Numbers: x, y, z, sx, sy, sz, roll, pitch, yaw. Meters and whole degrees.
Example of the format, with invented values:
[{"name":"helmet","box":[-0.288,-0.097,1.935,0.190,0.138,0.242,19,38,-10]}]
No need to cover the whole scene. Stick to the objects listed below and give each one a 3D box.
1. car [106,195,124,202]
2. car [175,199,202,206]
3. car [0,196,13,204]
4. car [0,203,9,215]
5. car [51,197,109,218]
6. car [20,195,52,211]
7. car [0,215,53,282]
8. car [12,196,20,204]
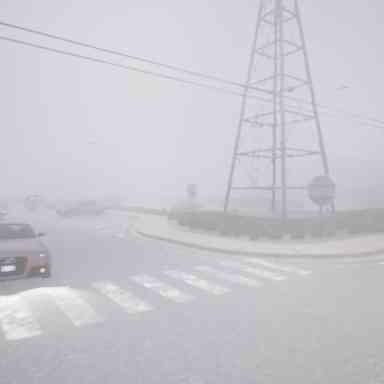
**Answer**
[{"name":"car","box":[-13.904,1.320,56.932,4.605,1.855,1.932,0,0,-36]},{"name":"car","box":[-0.489,1.529,38.893,3.905,1.438,1.784,0,0,-36]},{"name":"car","box":[-24.694,1.567,42.459,1.994,1.385,4.181,0,0,-37]},{"name":"car","box":[-11.141,1.527,17.948,1.812,1.442,4.674,0,0,-36]},{"name":"car","box":[-10.169,1.510,30.335,4.193,1.474,1.816,0,0,-36]},{"name":"car","box":[-18.586,1.318,40.882,3.866,1.878,1.905,0,0,-36]},{"name":"car","box":[-5.186,1.565,9.328,1.994,1.385,4.181,0,0,-30]},{"name":"car","box":[-32.876,1.485,60.420,4.611,1.667,2.242,0,0,-36]}]
